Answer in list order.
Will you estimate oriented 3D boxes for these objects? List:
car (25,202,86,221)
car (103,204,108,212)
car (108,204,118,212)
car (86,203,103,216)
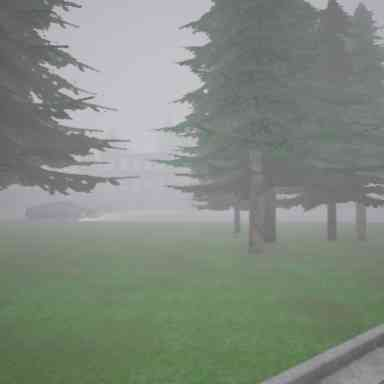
[{"bbox_3d":[-11.246,1.571,27.034,4.181,1.385,1.994,0,0,3],"label":"car"},{"bbox_3d":[-11.840,1.557,34.073,5.357,1.411,2.033,0,0,3],"label":"car"},{"bbox_3d":[-10.813,1.505,37.523,4.902,1.511,2.128,0,0,3],"label":"car"},{"bbox_3d":[-11.118,1.516,30.529,4.892,1.490,1.837,-1,0,3],"label":"car"}]
